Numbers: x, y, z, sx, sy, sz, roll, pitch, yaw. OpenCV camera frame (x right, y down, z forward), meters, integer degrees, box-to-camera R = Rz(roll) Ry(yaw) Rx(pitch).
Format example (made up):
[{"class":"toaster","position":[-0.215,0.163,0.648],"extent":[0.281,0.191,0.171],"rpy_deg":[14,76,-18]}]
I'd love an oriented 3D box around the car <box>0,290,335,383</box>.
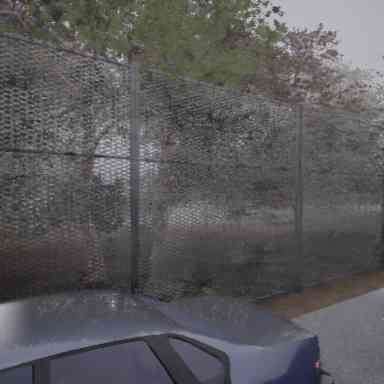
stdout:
[{"class":"car","position":[-1.271,1.548,2.164],"extent":[5.357,1.411,2.033],"rpy_deg":[0,0,-35]}]
